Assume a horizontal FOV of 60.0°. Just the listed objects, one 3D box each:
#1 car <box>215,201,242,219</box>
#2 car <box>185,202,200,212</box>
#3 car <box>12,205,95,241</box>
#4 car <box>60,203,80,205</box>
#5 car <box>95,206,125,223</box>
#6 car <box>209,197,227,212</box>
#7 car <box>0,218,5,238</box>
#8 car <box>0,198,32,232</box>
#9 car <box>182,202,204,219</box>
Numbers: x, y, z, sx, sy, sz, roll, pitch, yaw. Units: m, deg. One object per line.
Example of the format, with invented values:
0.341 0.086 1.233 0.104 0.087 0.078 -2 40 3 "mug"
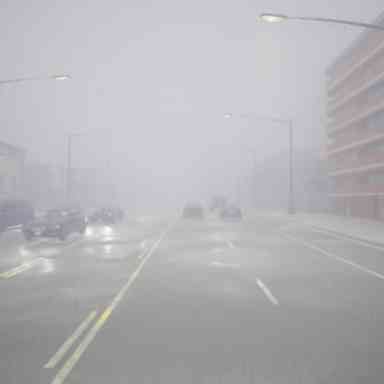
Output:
3.609 1.833 32.249 1.994 1.385 4.181 0 0 0 "car"
0.044 2.029 45.306 1.895 1.301 4.718 0 -1 1 "car"
-7.091 1.656 17.777 2.128 1.511 4.902 0 0 0 "car"
-10.546 1.731 28.286 2.128 1.511 4.902 0 0 0 "car"
-7.051 1.838 27.905 1.895 1.301 4.718 0 0 0 "car"
3.548 1.646 44.990 2.150 2.045 5.566 0 -1 0 "car"
-7.097 1.624 8.492 1.812 1.442 4.674 0 -1 0 "car"
-10.583 1.389 18.040 2.150 2.045 5.566 0 0 0 "car"
0.105 1.746 32.179 1.882 1.535 5.008 0 -1 0 "car"
